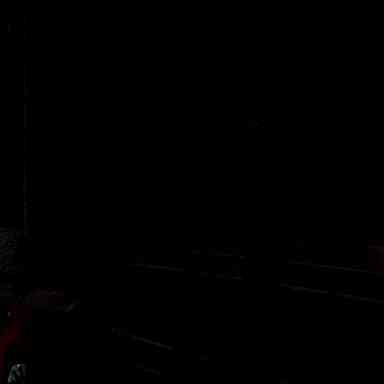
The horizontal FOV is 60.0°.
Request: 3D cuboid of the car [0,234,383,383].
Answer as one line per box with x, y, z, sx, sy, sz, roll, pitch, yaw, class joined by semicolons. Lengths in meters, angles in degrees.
0.341;1.315;2.830;5.009;1.841;2.192;0;0;35;car
